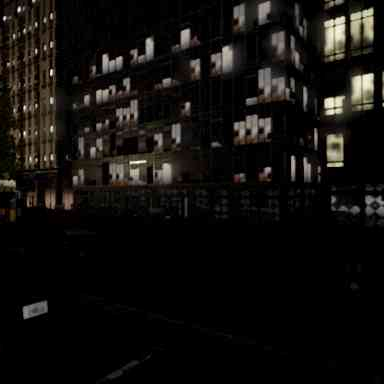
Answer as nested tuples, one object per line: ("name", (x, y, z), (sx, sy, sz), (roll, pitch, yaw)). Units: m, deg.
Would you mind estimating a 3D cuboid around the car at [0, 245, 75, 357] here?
("car", (-3.722, 1.560, 5.524), (4.313, 1.339, 1.947), (0, 0, 35))
